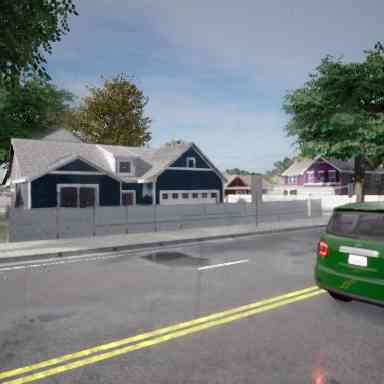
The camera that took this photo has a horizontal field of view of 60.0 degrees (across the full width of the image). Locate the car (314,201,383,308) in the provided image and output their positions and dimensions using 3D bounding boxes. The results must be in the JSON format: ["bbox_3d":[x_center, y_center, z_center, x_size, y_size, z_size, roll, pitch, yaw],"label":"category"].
[{"bbox_3d":[4.920,1.208,6.991,5.566,2.045,2.150,0,0,-35],"label":"car"}]
